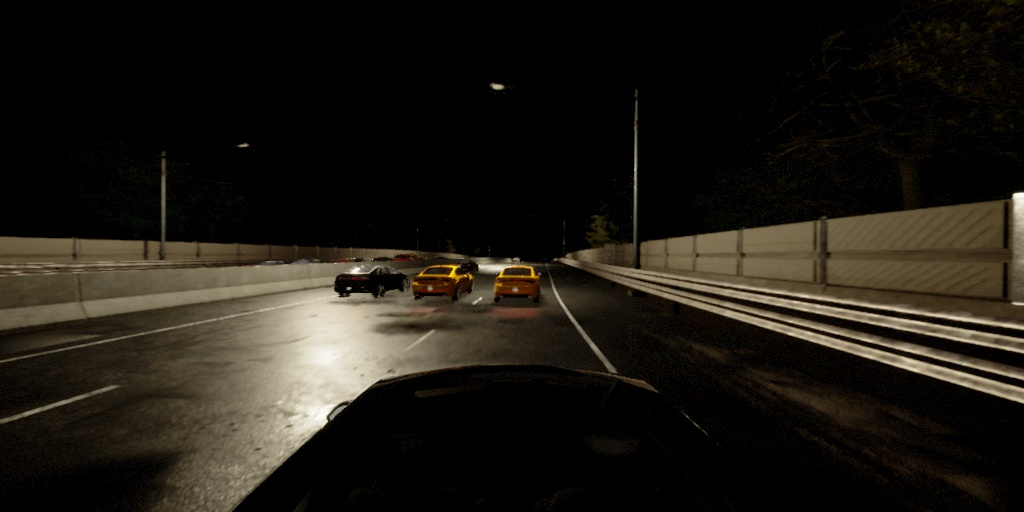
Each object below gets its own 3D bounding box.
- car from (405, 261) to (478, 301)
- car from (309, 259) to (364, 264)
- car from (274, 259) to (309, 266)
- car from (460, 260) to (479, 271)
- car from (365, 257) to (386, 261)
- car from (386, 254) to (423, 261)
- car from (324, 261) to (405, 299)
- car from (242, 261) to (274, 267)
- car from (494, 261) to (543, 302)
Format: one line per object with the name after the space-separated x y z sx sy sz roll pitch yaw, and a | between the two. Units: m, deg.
-3.140 1.173 17.139 1.882 1.535 5.008 0 0 5 | car
-15.909 1.056 32.891 1.882 1.535 5.008 0 0 5 | car
-19.343 1.044 33.773 2.128 1.511 4.902 0 0 5 | car
-4.792 1.127 38.580 2.128 1.511 4.902 0 0 5 | car
-17.960 0.875 49.370 2.097 1.767 4.553 0 0 5 | car
-14.506 0.768 48.693 2.150 2.045 5.566 0 0 5 | car
-6.626 1.163 17.441 2.128 1.511 4.902 0 0 5 | car
-22.860 1.132 33.742 1.895 1.301 4.718 0 0 5 | car
0.346 1.197 16.836 1.882 1.535 5.008 0 0 5 | car
